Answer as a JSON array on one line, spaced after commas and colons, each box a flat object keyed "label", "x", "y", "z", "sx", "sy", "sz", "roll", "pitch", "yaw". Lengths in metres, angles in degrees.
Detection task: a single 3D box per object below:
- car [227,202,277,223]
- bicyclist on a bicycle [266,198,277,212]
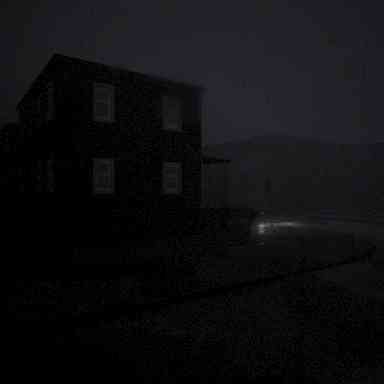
[{"label": "car", "x": 4.416, "y": 1.526, "z": 25.763, "sx": 1.812, "sy": 1.442, "sz": 4.674, "roll": 0, "pitch": 0, "yaw": -36}, {"label": "bicyclist on a bicycle", "x": 8.304, "y": 1.348, "z": 34.786, "sx": 1.656, "sy": 1.620, "sz": 0.582, "roll": 0, "pitch": 0, "yaw": -35}]
